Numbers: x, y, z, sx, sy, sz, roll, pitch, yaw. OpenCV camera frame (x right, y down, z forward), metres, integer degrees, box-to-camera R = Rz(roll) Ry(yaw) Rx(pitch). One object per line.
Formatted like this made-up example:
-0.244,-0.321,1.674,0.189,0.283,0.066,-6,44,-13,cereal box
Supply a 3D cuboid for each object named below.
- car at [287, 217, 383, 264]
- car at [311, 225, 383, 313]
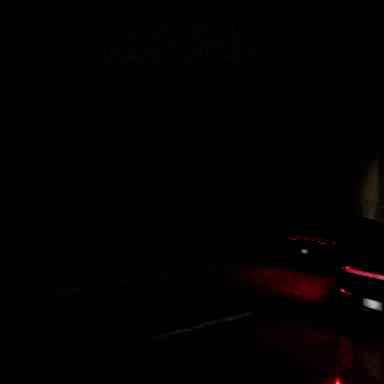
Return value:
5.328,1.563,10.923,5.008,1.535,1.882,0,-1,-32,car
4.853,1.539,6.477,4.902,1.511,2.128,0,-1,-32,car
